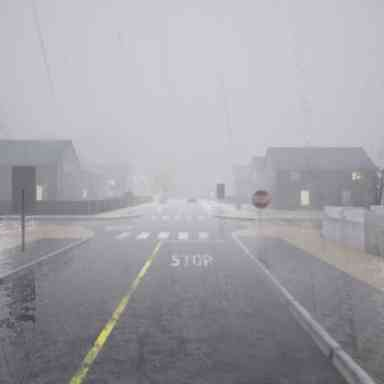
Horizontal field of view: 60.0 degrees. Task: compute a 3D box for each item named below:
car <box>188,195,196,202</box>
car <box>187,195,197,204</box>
[{"bbox_3d":[0.005,1.492,77.222,1.882,1.535,5.008,0,0,0],"label":"car"},{"bbox_3d":[0.003,1.613,66.801,2.128,1.511,4.902,0,0,0],"label":"car"}]
